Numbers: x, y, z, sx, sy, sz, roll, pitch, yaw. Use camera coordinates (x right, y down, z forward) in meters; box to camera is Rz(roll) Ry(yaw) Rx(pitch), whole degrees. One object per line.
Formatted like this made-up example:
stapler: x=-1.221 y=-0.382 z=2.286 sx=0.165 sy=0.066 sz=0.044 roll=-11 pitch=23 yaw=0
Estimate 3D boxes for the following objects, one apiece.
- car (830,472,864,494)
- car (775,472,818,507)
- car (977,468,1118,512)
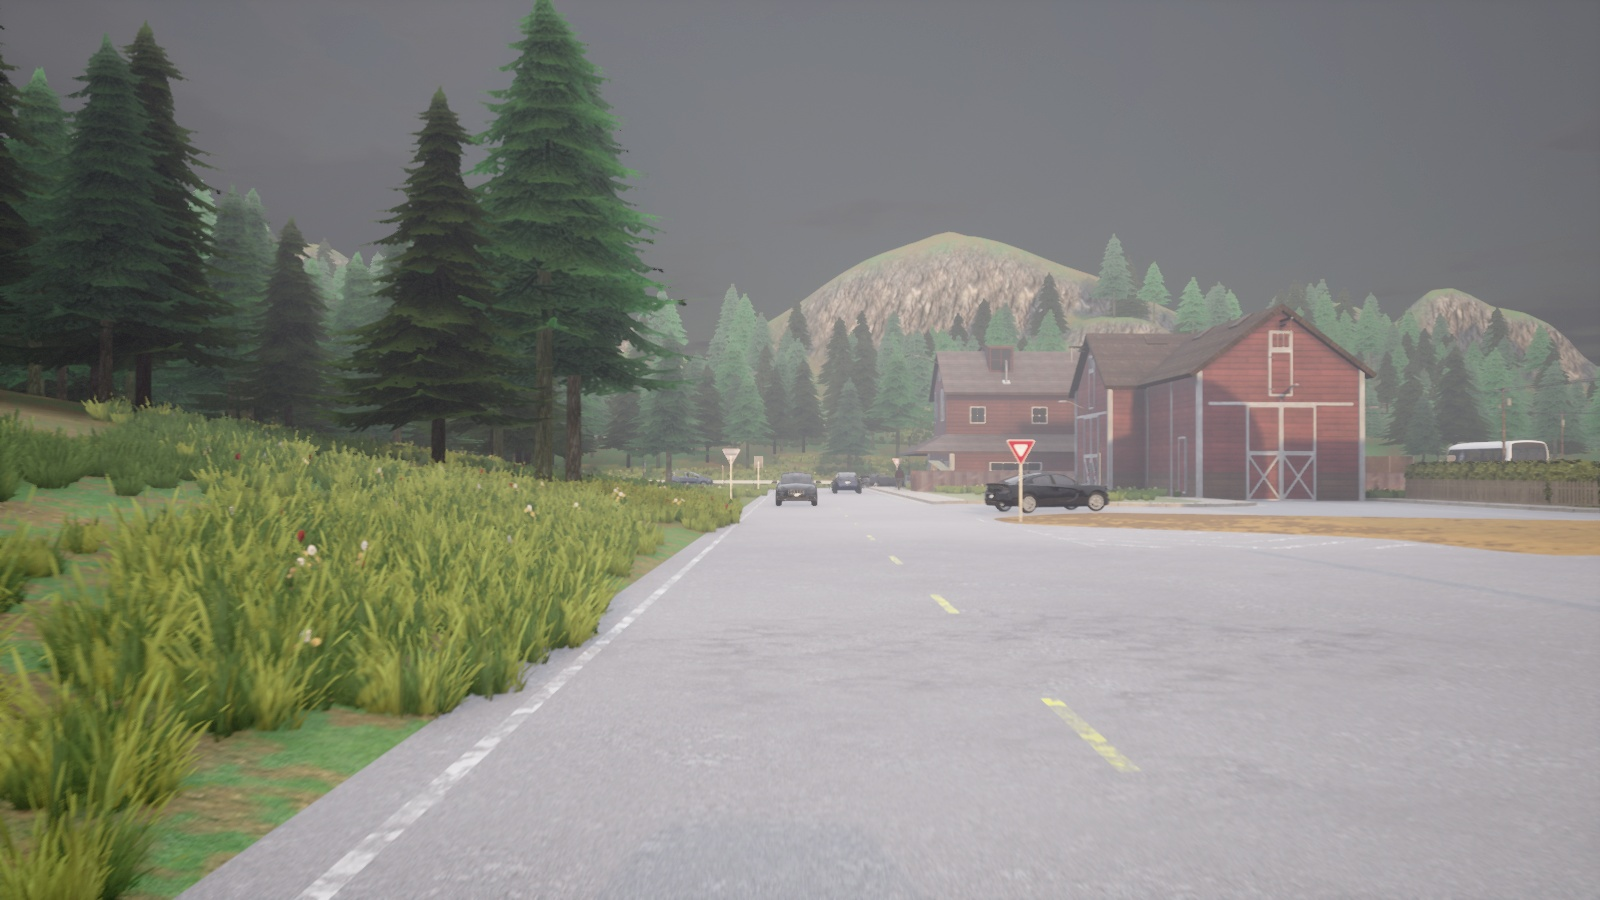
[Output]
car: x=3.286 y=2.287 z=88.735 sx=2.163 sy=1.488 sz=4.792 roll=0 pitch=-1 yaw=0
car: x=-0.138 y=1.751 z=56.454 sx=1.837 sy=1.490 sz=4.892 roll=-1 pitch=-1 yaw=0
car: x=9.436 y=1.492 z=47.840 sx=5.008 sy=1.535 sz=1.882 roll=-1 pitch=-1 yaw=-23
